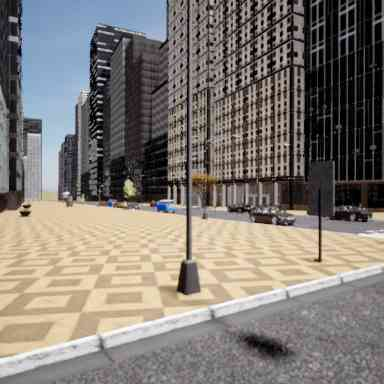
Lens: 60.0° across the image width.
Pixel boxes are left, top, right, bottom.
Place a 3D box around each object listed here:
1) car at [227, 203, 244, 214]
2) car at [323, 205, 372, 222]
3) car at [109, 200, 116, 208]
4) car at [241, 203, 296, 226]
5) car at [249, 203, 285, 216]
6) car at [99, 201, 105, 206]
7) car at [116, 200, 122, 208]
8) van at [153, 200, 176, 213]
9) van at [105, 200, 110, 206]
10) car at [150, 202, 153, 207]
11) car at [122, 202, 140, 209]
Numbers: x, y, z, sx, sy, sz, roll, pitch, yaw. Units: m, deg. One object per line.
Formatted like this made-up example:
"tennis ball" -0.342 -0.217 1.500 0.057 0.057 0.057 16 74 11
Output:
"car" 6.406 2.172 44.781 1.947 1.339 4.313 -1 -1 -26
"car" 13.721 1.857 29.576 2.008 1.369 4.403 -1 -1 -26
"car" -15.777 2.734 71.557 1.887 1.381 4.507 -1 -1 -26
"car" 6.170 1.816 25.943 2.008 1.369 4.403 -1 -1 -26
"car" 8.844 2.071 39.713 1.947 1.339 4.313 -1 -1 -26
"car" -23.092 3.056 86.760 1.887 1.381 4.507 -1 -1 -26
"car" -13.266 2.605 66.336 1.752 1.417 4.829 -1 -1 -26
"van" -3.589 2.008 46.219 1.690 1.788 3.998 -1 -1 -26
"van" -18.219 2.637 76.627 1.690 1.788 3.998 -1 -1 -26
"car" -8.225 2.812 75.190 1.802 1.307 4.206 -1 -1 -26
"car" -10.900 2.528 61.421 2.008 1.369 4.403 -1 -1 -26
